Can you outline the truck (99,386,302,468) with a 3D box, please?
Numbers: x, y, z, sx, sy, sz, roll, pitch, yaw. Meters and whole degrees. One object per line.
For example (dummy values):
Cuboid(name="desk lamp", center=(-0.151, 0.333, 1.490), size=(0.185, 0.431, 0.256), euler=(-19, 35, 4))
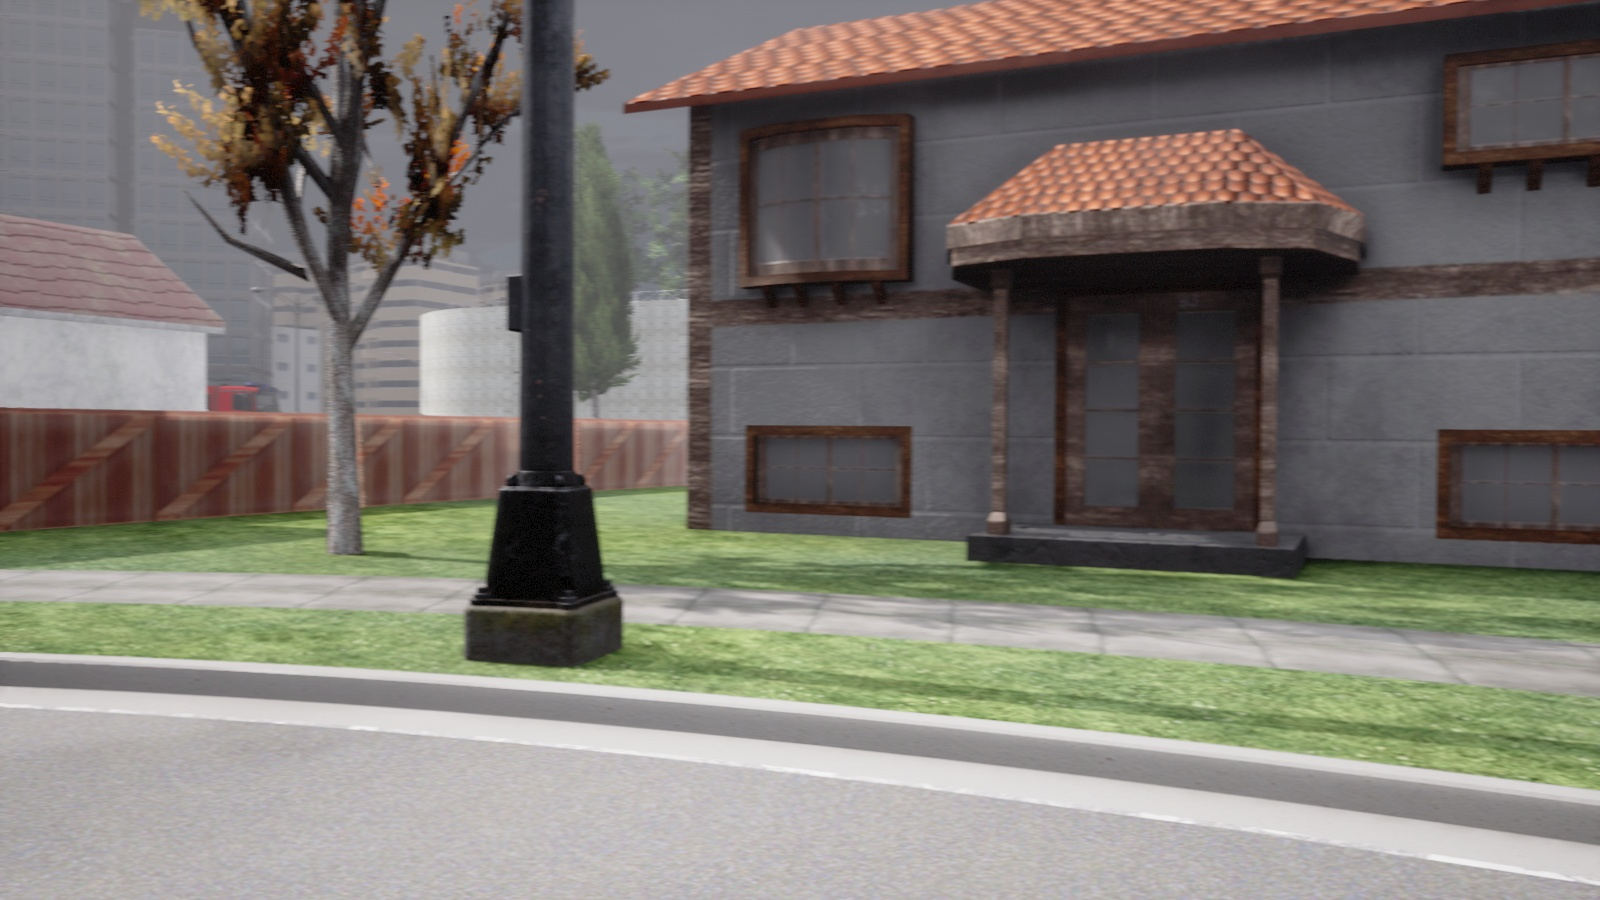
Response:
Cuboid(name="truck", center=(-29.205, -1.110, 61.449), size=(8.468, 3.827, 2.891), euler=(-1, 1, 0))
